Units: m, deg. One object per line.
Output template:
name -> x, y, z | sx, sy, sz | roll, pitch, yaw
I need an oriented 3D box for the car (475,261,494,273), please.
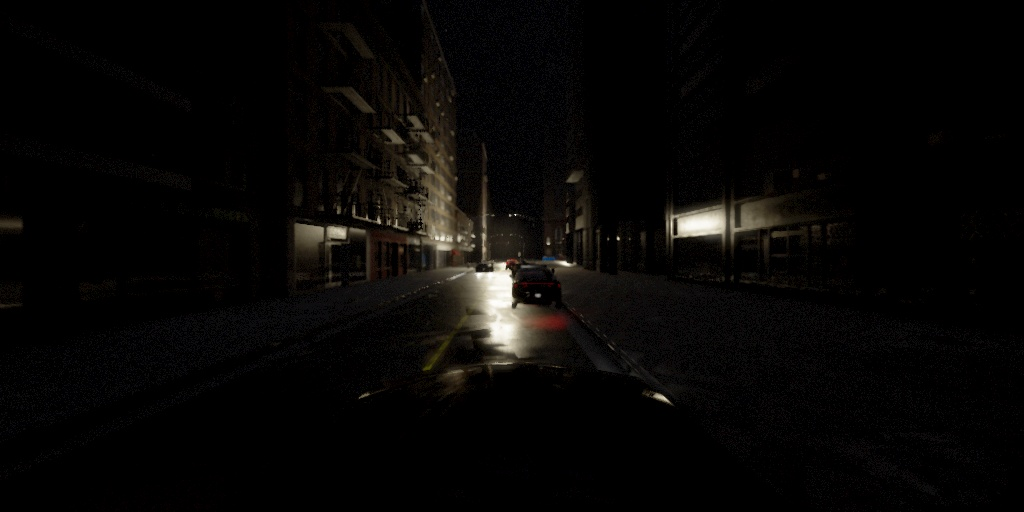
car -> -3.076, 1.250, 41.234 | 1.994, 1.385, 4.181 | 0, 0, 0

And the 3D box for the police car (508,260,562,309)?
police car -> 0.904, 1.150, 15.033 | 1.930, 1.638, 5.238 | 0, 0, 0

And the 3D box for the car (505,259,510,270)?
car -> 0.030, 1.204, 51.312 | 1.812, 1.442, 4.674 | 0, 0, 0
